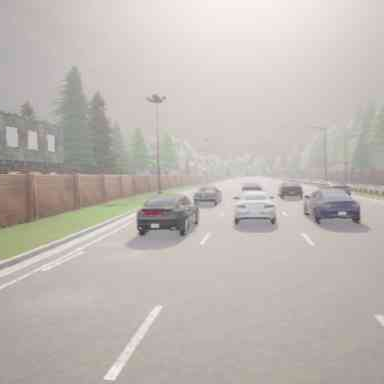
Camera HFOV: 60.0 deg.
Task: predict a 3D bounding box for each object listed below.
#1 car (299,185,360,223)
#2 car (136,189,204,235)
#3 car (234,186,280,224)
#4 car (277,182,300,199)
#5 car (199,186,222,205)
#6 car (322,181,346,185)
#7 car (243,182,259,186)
[{"bbox_3d":[6.515,0.589,15.828,1.812,1.442,4.674,-1,3,10],"label":"car"},{"bbox_3d":[-0.885,0.849,14.149,1.837,1.490,4.892,-1,2,10],"label":"car"},{"bbox_3d":[3.064,0.657,16.406,1.812,1.442,4.674,-1,3,10],"label":"car"},{"bbox_3d":[9.113,-0.246,31.168,1.882,1.535,5.008,-1,3,10],"label":"car"},{"bbox_3d":[1.305,0.227,27.162,2.033,1.411,5.357,-1,3,10],"label":"car"},{"bbox_3d":[12.299,-0.221,29.072,2.128,1.511,4.902,-1,3,10],"label":"car"},{"bbox_3d":[5.662,-0.177,31.752,1.882,1.535,5.008,-1,3,10],"label":"car"}]
